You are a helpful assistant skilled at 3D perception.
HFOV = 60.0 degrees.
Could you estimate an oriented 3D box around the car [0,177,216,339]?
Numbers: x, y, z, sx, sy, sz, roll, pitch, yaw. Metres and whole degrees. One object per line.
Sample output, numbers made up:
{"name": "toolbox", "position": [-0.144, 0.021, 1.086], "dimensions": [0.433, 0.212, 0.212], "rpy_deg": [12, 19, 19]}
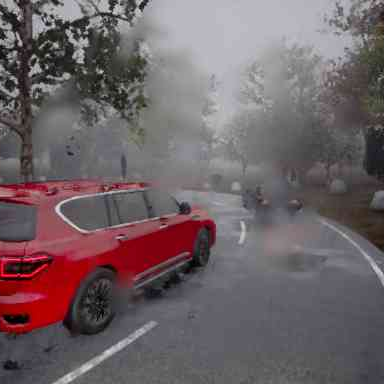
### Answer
{"name": "car", "position": [-1.477, 0.780, 6.333], "dimensions": [2.150, 2.045, 5.566], "rpy_deg": [3, 6, 28]}

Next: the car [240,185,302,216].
{"name": "car", "position": [3.647, 0.304, 16.260], "dimensions": [1.895, 1.301, 4.718], "rpy_deg": [0, 5, -2]}

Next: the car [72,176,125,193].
{"name": "car", "position": [-8.570, -0.753, 30.344], "dimensions": [4.718, 1.301, 1.895], "rpy_deg": [3, 5, 31]}
